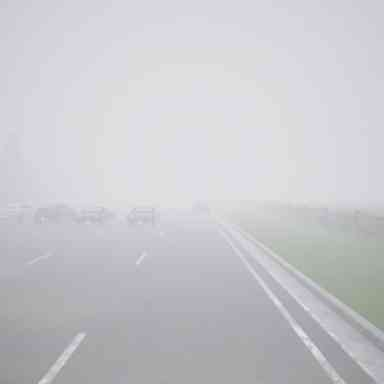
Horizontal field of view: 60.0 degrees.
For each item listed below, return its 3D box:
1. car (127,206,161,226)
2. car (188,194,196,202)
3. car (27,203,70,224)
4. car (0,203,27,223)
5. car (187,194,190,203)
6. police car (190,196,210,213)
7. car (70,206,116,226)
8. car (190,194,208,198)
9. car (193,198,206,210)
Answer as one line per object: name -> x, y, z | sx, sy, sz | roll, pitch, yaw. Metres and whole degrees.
car -> -3.395, 1.701, 24.223 | 1.895, 1.301, 4.718 | 0, 0, 0
car -> 0.022, 1.442, 86.212 | 2.150, 2.045, 5.566 | 0, 0, 0
car -> -10.394, 1.612, 25.629 | 1.837, 1.490, 4.892 | 0, 0, 0
car -> -13.894, 1.637, 26.730 | 1.812, 1.442, 4.674 | 0, 0, 0
car -> 0.017, 1.625, 71.622 | 1.882, 1.535, 5.008 | 0, 0, 0
police car -> 1.059, 1.585, 38.777 | 1.930, 1.638, 5.238 | 0, 0, 0
car -> -6.895, 1.702, 24.223 | 1.895, 1.301, 4.718 | 0, 0, 0
car -> 1.062, 1.576, 54.638 | 2.097, 1.767, 4.553 | 0, 0, 0
car -> 1.061, 1.706, 48.667 | 1.837, 1.490, 4.892 | 0, 0, 0
